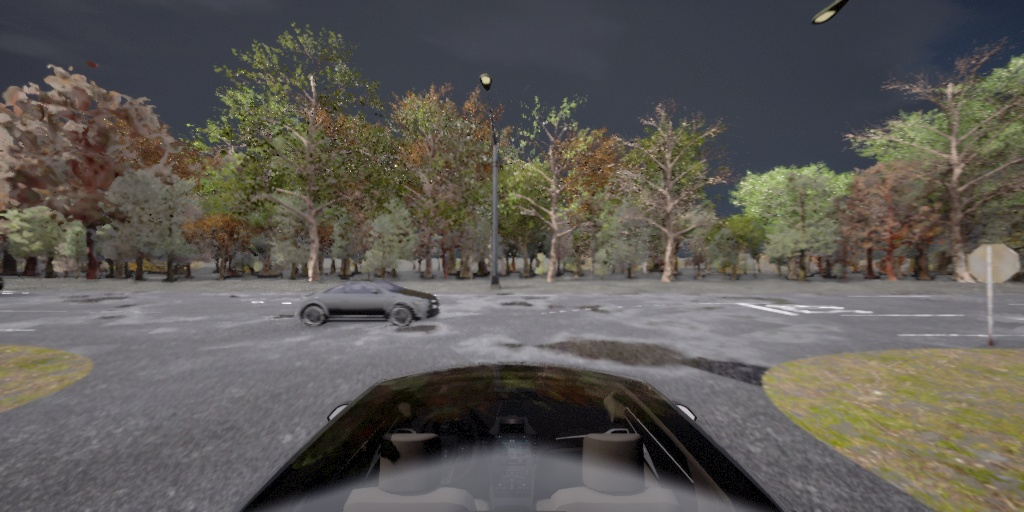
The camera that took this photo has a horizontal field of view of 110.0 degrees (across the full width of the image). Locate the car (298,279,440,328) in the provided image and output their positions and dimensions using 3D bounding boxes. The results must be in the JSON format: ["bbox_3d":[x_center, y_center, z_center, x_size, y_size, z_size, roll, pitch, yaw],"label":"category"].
[{"bbox_3d":[-4.497,1.454,11.603,4.181,1.385,1.994,0,-1,1],"label":"car"}]

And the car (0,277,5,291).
[{"bbox_3d":[-30.959,1.465,19.634,4.892,1.490,1.837,0,-1,3],"label":"car"}]
